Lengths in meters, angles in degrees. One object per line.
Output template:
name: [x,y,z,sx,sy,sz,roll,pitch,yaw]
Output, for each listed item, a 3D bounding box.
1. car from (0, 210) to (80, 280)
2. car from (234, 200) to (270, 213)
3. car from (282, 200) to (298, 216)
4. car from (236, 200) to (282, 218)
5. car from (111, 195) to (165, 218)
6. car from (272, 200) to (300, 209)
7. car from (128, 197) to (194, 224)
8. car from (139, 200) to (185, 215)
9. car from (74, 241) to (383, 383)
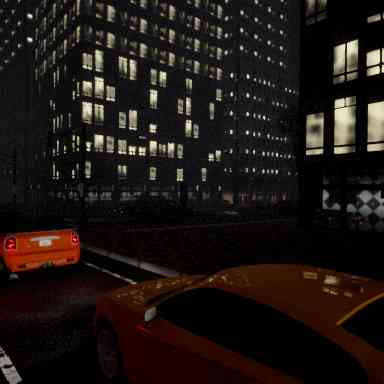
car: [-5.189,1.347,10.304,2.097,1.767,4.553,0,0,-40]
car: [7.655,1.792,42.122,4.674,1.442,1.812,1,1,-39]
car: [10.946,1.936,37.358,4.206,1.307,1.802,1,0,-39]
car: [6.702,1.833,33.907,4.829,1.417,1.752,1,0,-39]
car: [-4.876,1.349,31.940,5.566,2.045,2.150,1,0,-39]
car: [14.404,1.881,50.968,4.313,1.339,1.947,1,0,-39]
car: [-2.181,1.524,26.684,5.009,1.841,2.192,1,0,-39]
car: [-3.227,1.648,36.635,4.829,1.417,1.752,1,0,-39]
car: [0.743,1.476,3.256,1.882,1.535,5.008,0,0,-40]
